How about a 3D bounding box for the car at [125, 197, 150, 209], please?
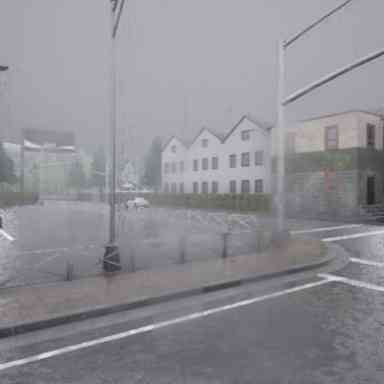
[{"bbox_3d":[-7.129,1.393,43.372,1.812,1.442,4.674,0,0,-35],"label":"car"}]
